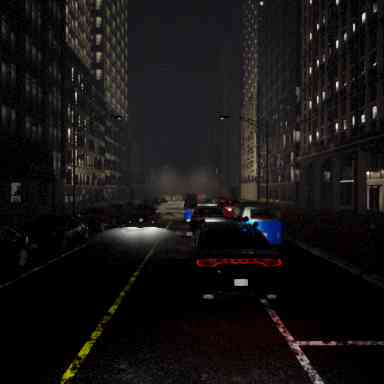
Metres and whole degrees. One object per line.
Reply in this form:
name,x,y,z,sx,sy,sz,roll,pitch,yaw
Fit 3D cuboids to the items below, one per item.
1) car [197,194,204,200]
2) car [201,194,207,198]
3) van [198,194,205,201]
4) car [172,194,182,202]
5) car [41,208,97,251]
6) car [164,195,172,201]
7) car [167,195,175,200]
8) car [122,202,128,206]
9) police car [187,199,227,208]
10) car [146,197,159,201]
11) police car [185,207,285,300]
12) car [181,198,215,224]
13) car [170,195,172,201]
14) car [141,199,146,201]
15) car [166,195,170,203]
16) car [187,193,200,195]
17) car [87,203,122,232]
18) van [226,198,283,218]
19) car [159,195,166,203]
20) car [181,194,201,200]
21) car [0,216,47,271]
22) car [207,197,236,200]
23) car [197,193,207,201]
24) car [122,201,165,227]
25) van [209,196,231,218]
car,2.404,1.414,93.690,1.967,1.590,4.097,-1,0,0
car,2.524,1.538,53.904,2.008,1.369,4.403,-1,0,0
van,2.420,1.317,88.006,1.690,1.788,3.998,-1,0,0
car,-3.218,1.333,73.829,2.097,1.767,4.553,0,0,0
car,-5.737,1.563,14.094,1.947,1.339,4.313,-1,0,0
car,-5.941,1.504,82.127,1.752,1.417,4.829,-1,0,0
car,-5.976,1.540,93.665,1.947,1.339,4.313,-1,0,0
car,-5.772,1.545,25.461,2.008,1.369,4.403,-1,0,0
police car,0.847,1.421,18.570,1.930,1.638,5.238,0,0,0
car,-5.823,1.541,42.512,2.008,1.369,4.403,-1,0,0
police car,0.877,1.423,8.569,1.930,1.638,5.238,0,0,0
car,0.572,1.472,24.558,1.882,1.535,5.008,0,0,6
car,-5.909,1.422,70.929,1.967,1.590,4.097,-1,0,0
car,-5.788,1.575,31.145,1.802,1.307,4.206,-1,0,0
car,-5.890,1.566,65.246,1.802,1.307,4.206,-1,0,0
car,-0.175,1.207,59.499,2.150,2.045,5.566,0,0,0
car,-5.754,1.540,19.777,1.887,1.381,4.507,-1,0,0
van,2.641,1.338,14.119,1.690,1.788,3.998,-1,0,0
car,-5.856,1.538,53.879,2.008,1.369,4.403,-1,0,0
car,-0.121,1.467,45.610,1.882,1.535,5.008,0,0,0
car,-5.720,1.549,8.410,2.008,1.369,4.403,-1,0,0
car,2.607,1.309,25.486,2.192,1.841,5.009,-1,0,0
car,2.436,1.293,82.323,2.192,1.841,5.009,-1,0,0
car,-3.165,1.559,22.721,1.994,1.385,4.181,0,0,0
van,2.590,1.334,31.170,1.690,1.788,3.998,-1,0,0
